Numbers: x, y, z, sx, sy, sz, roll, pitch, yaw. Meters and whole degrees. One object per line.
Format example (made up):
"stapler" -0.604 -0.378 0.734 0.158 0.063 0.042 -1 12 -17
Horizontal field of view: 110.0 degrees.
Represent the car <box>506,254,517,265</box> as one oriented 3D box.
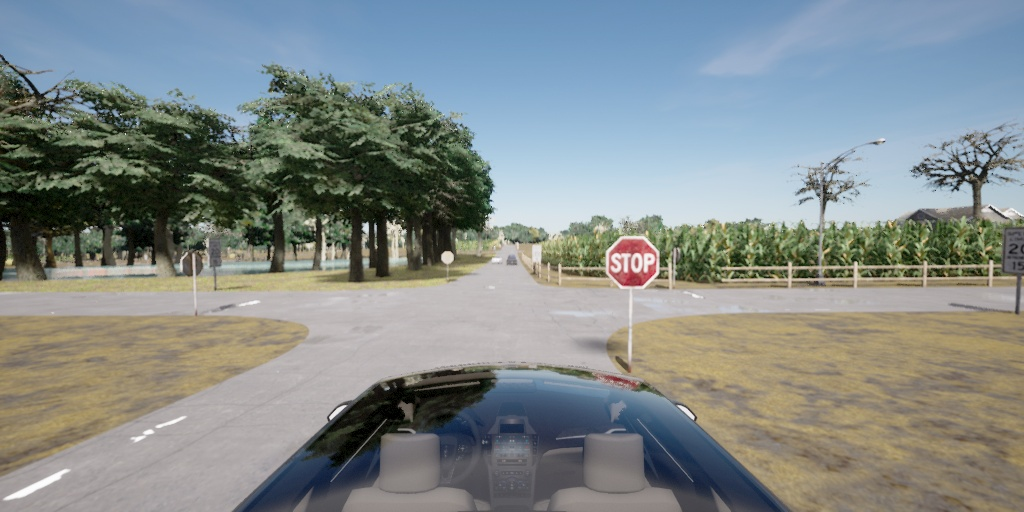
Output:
"car" -0.038 0.812 62.059 2.128 1.511 4.902 0 1 0
